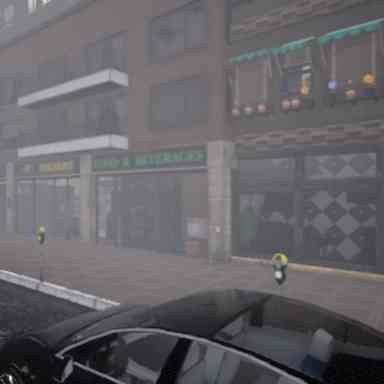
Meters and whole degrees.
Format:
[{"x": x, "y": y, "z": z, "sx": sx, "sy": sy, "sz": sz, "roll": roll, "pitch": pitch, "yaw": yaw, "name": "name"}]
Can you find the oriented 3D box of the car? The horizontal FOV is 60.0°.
[{"x": 0.059, "y": 1.563, "z": 2.837, "sx": 4.313, "sy": 1.339, "sz": 1.947, "roll": 0, "pitch": 0, "yaw": 35, "name": "car"}]
